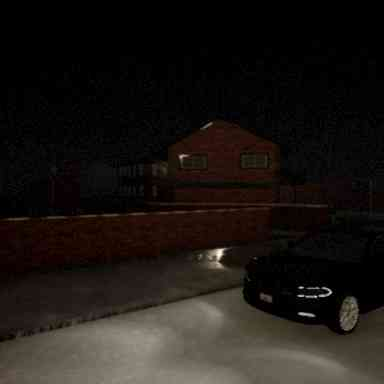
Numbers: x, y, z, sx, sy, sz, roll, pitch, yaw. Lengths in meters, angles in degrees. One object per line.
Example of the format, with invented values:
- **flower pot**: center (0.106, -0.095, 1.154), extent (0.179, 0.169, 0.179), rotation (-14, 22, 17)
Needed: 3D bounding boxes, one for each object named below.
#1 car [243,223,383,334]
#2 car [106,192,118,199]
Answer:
- **car**: center (3.250, 1.460, 6.891), extent (5.008, 1.535, 1.882), rotation (0, 0, -35)
- **car**: center (-9.610, 0.888, 41.959), extent (1.905, 1.878, 3.866), rotation (0, 0, -35)
